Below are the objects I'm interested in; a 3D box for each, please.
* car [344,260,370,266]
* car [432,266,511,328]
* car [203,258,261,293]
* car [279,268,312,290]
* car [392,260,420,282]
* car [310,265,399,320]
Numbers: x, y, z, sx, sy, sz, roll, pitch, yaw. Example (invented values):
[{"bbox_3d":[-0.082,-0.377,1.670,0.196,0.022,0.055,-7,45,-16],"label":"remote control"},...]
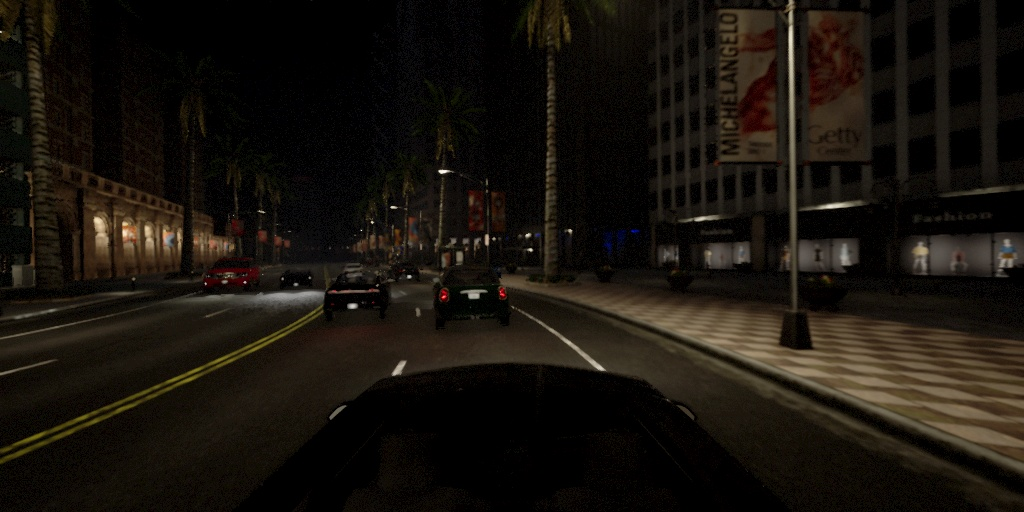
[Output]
[{"bbox_3d":[-13.529,1.354,30.482,1.812,1.442,4.674,-1,0,-27],"label":"car"},{"bbox_3d":[-1.475,1.088,11.658,2.097,1.767,4.553,-1,0,-13],"label":"car"},{"bbox_3d":[-17.656,1.129,22.888,2.150,2.045,5.566,-1,0,-28],"label":"car"},{"bbox_3d":[-14.307,1.460,24.048,1.895,1.301,4.718,-1,0,-28],"label":"car"},{"bbox_3d":[-8.667,1.277,28.649,1.837,1.490,4.892,-1,0,-27],"label":"car"},{"bbox_3d":[-5.393,1.273,12.961,2.128,1.511,4.902,-1,0,-16],"label":"car"}]
